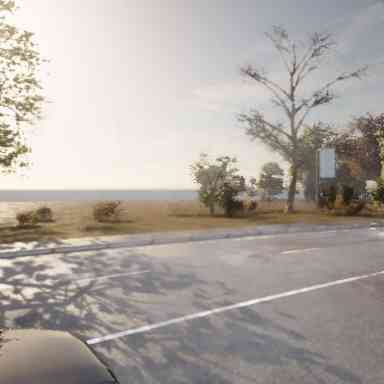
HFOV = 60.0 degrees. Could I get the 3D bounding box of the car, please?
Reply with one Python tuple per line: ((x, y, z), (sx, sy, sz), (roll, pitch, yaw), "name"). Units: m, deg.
((-2.429, 1.552, 1.870), (4.181, 1.385, 1.994), (0, 0, -36), "car")
